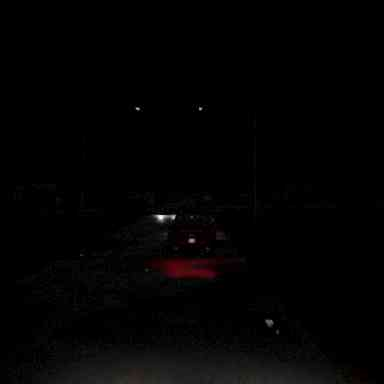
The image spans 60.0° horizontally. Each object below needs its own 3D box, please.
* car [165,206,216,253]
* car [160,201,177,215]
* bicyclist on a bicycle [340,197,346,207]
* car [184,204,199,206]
[{"bbox_3d":[-0.003,1.614,14.464,1.882,1.535,5.008,0,0,0],"label":"car"},{"bbox_3d":[-2.784,1.879,40.334,1.882,1.535,5.008,0,-1,0],"label":"car"},{"bbox_3d":[22.809,1.505,50.261,0.582,1.620,1.656,-1,-1,0],"label":"bicyclist on a bicycle"},{"bbox_3d":[-0.017,1.793,29.302,1.837,1.490,4.892,0,0,0],"label":"car"}]
